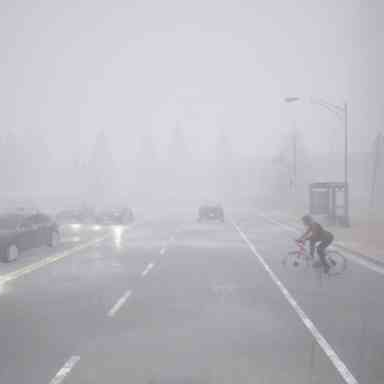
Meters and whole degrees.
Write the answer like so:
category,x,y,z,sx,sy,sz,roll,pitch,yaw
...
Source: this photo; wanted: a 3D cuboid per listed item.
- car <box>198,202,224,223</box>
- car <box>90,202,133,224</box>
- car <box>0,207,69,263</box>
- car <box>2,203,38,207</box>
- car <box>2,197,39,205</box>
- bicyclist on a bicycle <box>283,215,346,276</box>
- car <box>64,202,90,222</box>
category,x,y,z,sx,sy,sz,roll,pitch,yaw
car,1.492,1.477,25.943,1.882,1.535,5.008,0,0,3
car,-5.712,1.525,24.950,1.812,1.442,4.674,0,0,4
car,-6.503,1.505,12.063,1.837,1.490,4.892,0,0,3
car,-9.607,1.563,18.829,1.994,1.385,4.181,0,0,3
car,-24.608,1.448,47.743,4.892,1.490,1.837,0,0,5
bicyclist on a bicycle,3.235,1.443,8.825,1.656,1.620,0.582,-2,0,3
car,-9.089,1.525,26.555,1.812,1.442,4.674,0,0,3
